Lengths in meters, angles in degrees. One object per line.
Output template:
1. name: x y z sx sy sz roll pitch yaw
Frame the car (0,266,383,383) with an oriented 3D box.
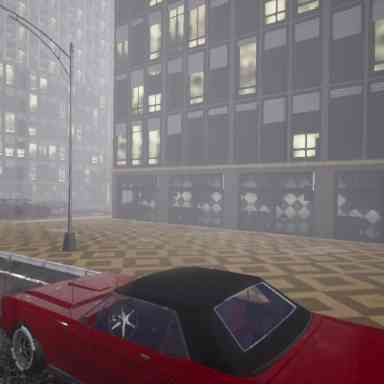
1. car: -0.308 1.600 3.911 4.718 1.301 1.895 0 0 36

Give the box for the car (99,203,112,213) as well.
1. car: -8.875 1.829 39.937 1.752 1.417 4.829 1 0 37

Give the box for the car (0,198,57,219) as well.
1. car: -15.700 1.519 30.745 2.192 1.841 5.009 1 0 37

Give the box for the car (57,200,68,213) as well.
1. car: -16.892 1.668 38.840 1.837 1.490 4.892 1 0 37

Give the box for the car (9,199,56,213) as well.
1. car: -19.170 1.642 40.131 1.752 1.417 4.829 1 0 37
